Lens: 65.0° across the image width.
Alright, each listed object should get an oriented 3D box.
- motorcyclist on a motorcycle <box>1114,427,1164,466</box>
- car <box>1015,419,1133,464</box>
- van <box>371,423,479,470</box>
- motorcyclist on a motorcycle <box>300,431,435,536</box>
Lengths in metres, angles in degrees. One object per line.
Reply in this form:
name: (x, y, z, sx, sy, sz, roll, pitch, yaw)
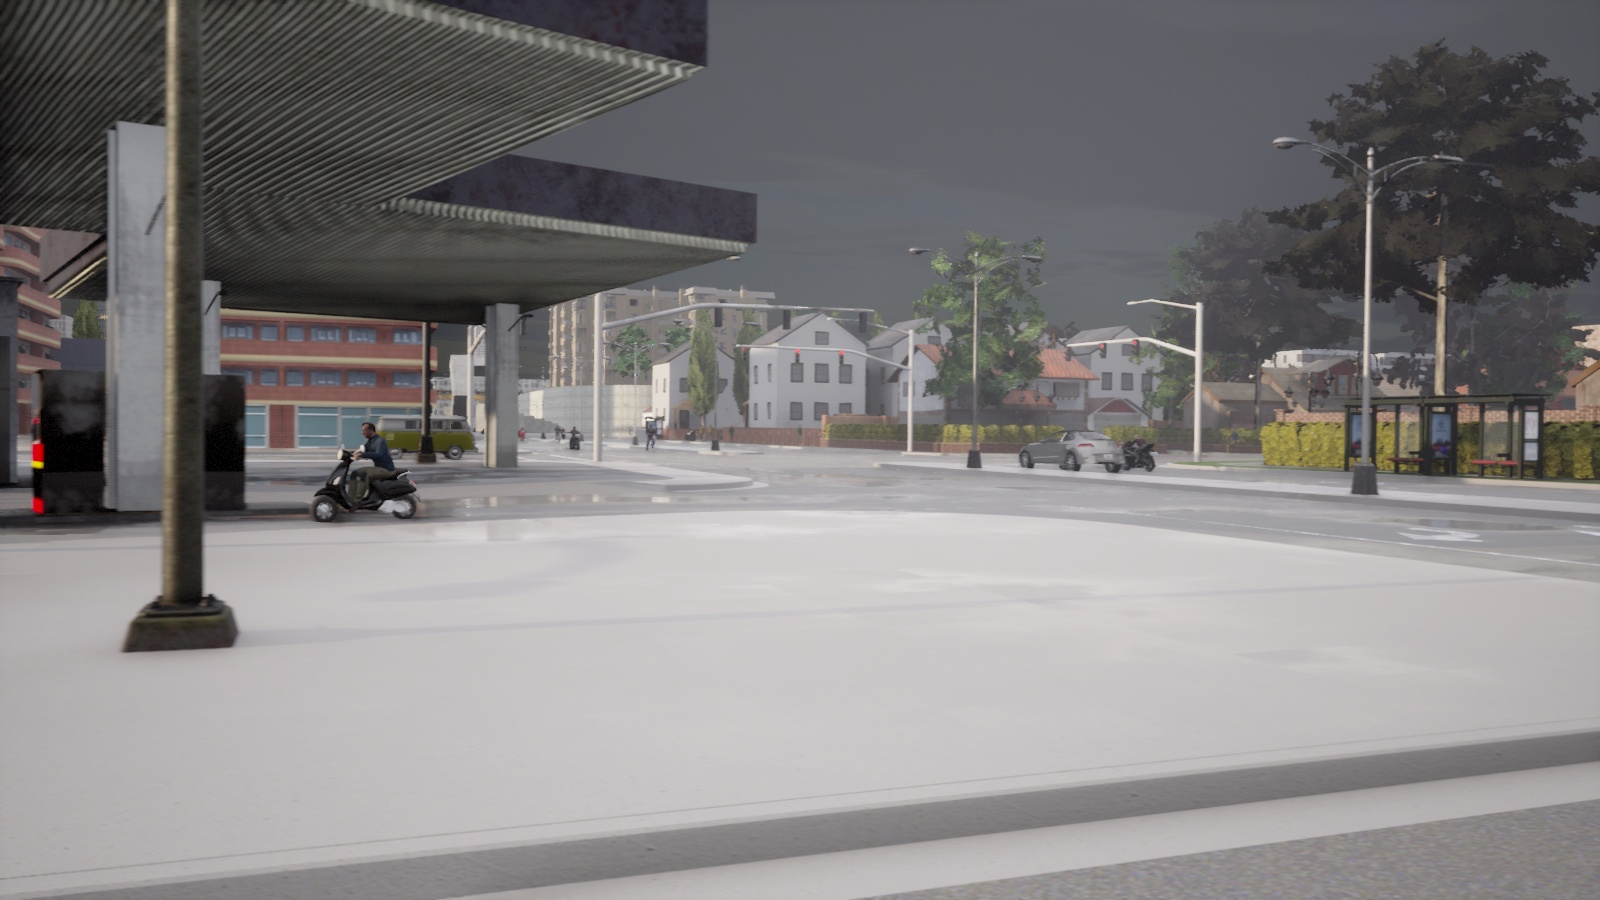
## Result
motorcyclist on a motorcycle: (13.799, -0.150, 51.178, 0.866, 1.530, 2.191, -1, 1, -21)
car: (10.703, -0.345, 49.468, 2.152, 1.651, 5.027, -1, 1, -21)
van: (-16.822, -0.186, 56.337, 4.442, 1.987, 1.775, -1, 1, -23)
motorcyclist on a motorcycle: (-6.892, 0.499, 20.055, 1.817, 1.590, 0.866, -1, 1, -42)
